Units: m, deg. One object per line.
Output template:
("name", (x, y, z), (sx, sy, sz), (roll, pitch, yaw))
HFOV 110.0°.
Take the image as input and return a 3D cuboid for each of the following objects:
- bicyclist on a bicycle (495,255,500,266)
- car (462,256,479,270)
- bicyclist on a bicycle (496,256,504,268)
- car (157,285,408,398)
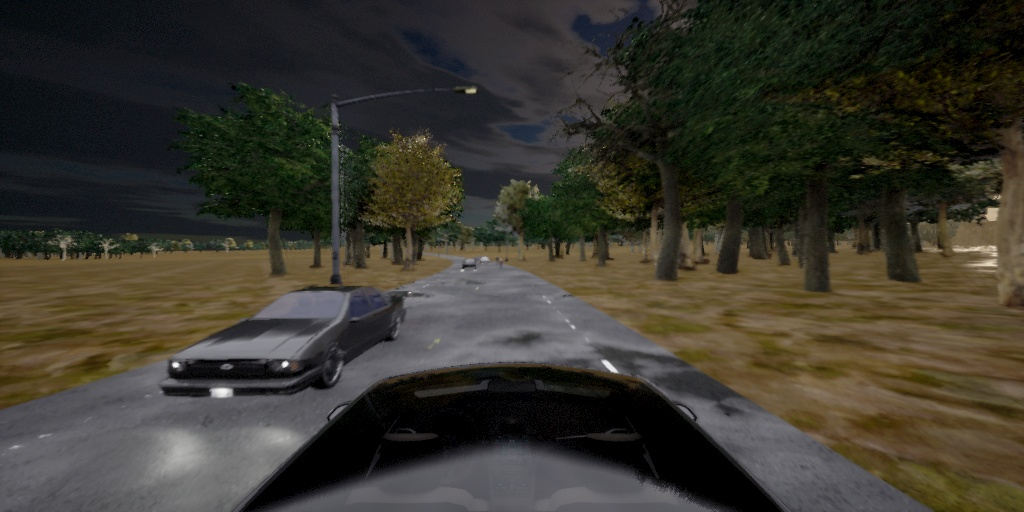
("bicyclist on a bicycle", (-2.501, 0.813, 60.813), (0.659, 1.776, 1.843), (0, 1, -7))
("car", (-5.731, 1.029, 48.547), (1.882, 1.535, 5.008), (0, 0, -5))
("bicyclist on a bicycle", (-1.586, 0.944, 52.389), (0.866, 1.612, 1.509), (0, 0, -6))
("car", (-3.621, 1.313, 7.122), (2.033, 1.411, 5.357), (0, 0, 0))
